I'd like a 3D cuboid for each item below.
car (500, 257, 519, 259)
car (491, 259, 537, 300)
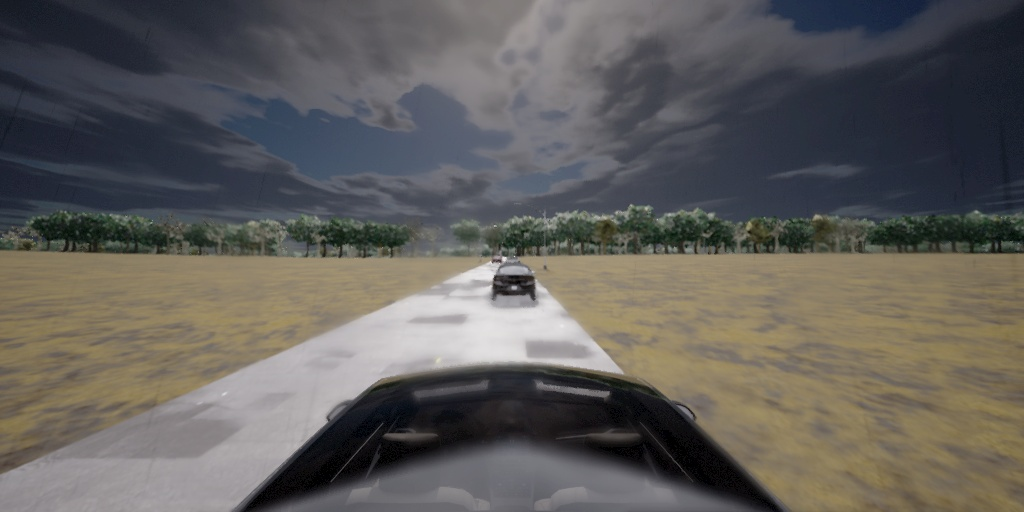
[{"bbox_3d":[0.072,0.920,35.777,1.837,1.490,4.892,0,1,0],"label":"car"},{"bbox_3d":[0.088,1.080,16.690,1.882,1.535,5.008,0,1,0],"label":"car"}]
